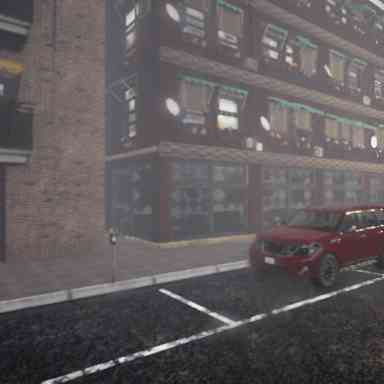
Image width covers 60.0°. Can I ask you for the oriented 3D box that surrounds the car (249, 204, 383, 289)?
[{"bbox_3d":[3.892,1.300,9.333,5.009,1.841,2.192,0,0,-36],"label":"car"}]
